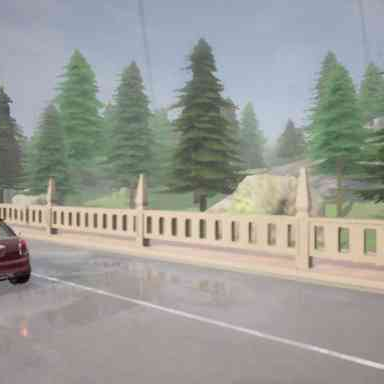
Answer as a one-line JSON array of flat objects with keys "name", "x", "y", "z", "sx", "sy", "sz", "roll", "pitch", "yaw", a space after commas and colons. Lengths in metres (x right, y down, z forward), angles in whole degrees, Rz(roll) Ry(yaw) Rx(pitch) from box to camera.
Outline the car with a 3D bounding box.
[{"name": "car", "x": -6.087, "y": 1.354, "z": 8.336, "sx": 4.553, "sy": 1.767, "sz": 2.097, "roll": 0, "pitch": 0, "yaw": 35}]
